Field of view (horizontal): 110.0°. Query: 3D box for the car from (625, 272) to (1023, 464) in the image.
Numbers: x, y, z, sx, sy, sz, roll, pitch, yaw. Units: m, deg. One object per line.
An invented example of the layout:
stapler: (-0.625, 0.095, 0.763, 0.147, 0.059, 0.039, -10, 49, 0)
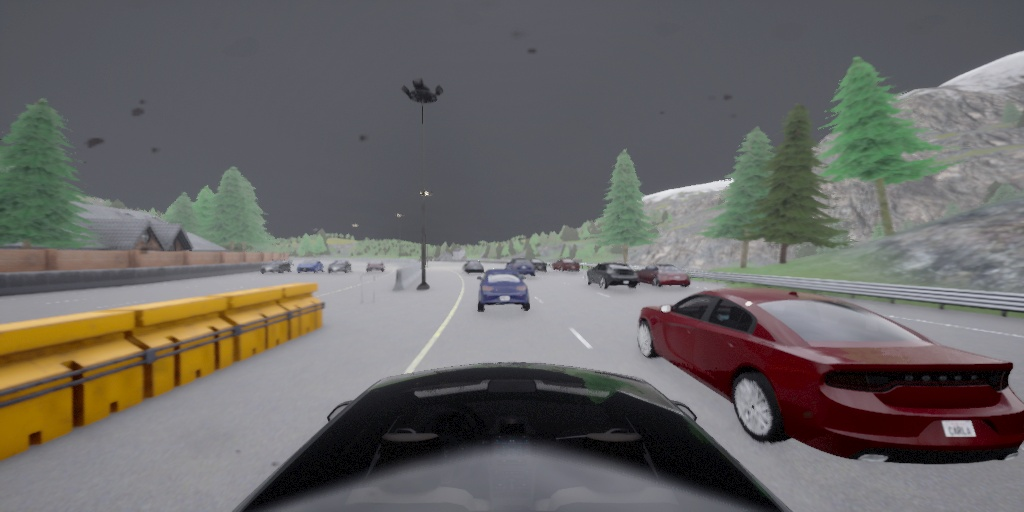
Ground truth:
car: (3.506, 1.200, 5.321, 1.882, 1.535, 5.008, 0, 0, -1)

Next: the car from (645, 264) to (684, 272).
car: (9.342, 1.198, 22.742, 1.994, 1.385, 4.181, 0, 0, -6)

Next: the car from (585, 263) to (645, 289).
car: (5.938, 1.157, 21.893, 1.837, 1.490, 4.892, 0, 0, -6)

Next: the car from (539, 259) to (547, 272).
car: (2.502, 1.070, 41.633, 1.882, 1.535, 5.008, 0, 0, -14)

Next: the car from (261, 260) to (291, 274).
car: (-26.297, 1.205, 40.098, 2.128, 1.511, 4.902, 0, 0, -15)

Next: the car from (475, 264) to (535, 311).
car: (-0.412, 1.231, 14.223, 1.812, 1.442, 4.674, 0, 0, -4)

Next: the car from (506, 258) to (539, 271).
car: (0.629, 0.983, 33.041, 2.097, 1.767, 4.553, 0, 0, -11)

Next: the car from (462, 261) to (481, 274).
car: (-4.417, 1.190, 40.148, 1.994, 1.385, 4.181, 0, 0, -14)

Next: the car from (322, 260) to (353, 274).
car: (-18.970, 1.177, 39.695, 2.128, 1.511, 4.902, 0, 0, -14)

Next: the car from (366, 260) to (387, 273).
car: (-16.065, 1.190, 42.459, 1.812, 1.442, 4.674, 0, 0, -15)

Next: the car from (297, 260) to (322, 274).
car: (-22.863, 1.176, 40.808, 1.882, 1.535, 5.008, 0, 0, -15)

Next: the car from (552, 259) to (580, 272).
car: (6.139, 1.055, 41.547, 1.882, 1.535, 5.008, 0, 0, -13)
